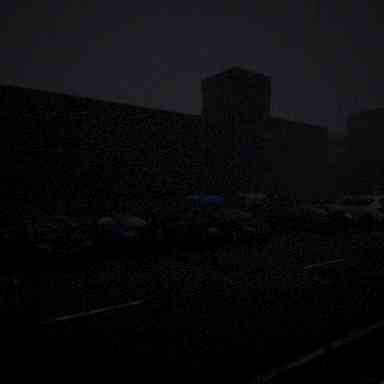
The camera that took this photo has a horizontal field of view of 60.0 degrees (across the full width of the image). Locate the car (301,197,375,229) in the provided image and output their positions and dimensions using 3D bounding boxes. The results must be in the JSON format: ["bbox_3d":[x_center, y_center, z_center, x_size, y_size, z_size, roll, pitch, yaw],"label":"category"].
[{"bbox_3d":[8.641,1.373,21.239,2.185,1.767,4.553,0,0,-35],"label":"car"}]

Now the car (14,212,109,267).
[{"bbox_3d":[-4.968,1.487,11.664,2.231,1.521,4.892,0,0,-35],"label":"car"}]

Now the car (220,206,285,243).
[{"bbox_3d":[1.756,1.489,16.380,2.231,1.521,4.892,0,0,-35],"label":"car"}]

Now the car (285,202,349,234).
[{"bbox_3d":[6.311,1.534,19.562,2.002,1.452,4.674,0,0,-35],"label":"car"}]

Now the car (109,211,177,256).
[{"bbox_3d":[-2.790,1.526,13.181,2.002,1.452,4.674,0,0,-35],"label":"car"}]

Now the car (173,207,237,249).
[{"bbox_3d":[-0.533,1.516,14.802,2.163,1.488,4.792,0,0,-35],"label":"car"}]

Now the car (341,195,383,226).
[{"bbox_3d":[10.946,1.253,22.851,2.435,2.045,5.566,0,0,-35],"label":"car"}]
